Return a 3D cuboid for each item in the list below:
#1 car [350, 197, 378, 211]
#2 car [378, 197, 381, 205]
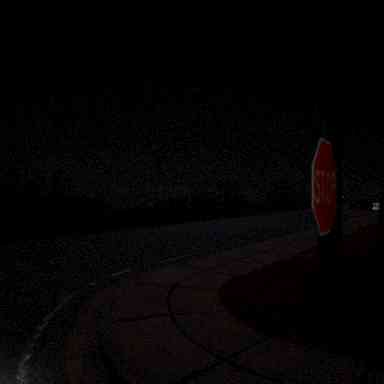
[{"bbox_3d":[20.776,1.455,40.637,2.128,1.511,4.902,0,0,38],"label":"car"},{"bbox_3d":[28.050,1.468,49.845,1.837,1.490,4.892,0,0,39],"label":"car"}]
